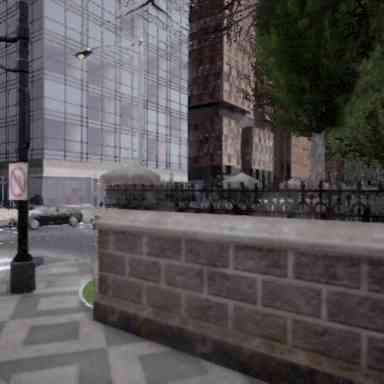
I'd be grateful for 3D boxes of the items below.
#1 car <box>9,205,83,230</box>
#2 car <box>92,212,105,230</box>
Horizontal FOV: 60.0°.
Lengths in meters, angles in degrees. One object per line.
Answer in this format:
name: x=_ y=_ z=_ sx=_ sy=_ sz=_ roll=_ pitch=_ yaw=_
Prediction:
car: x=-8.863 y=1.507 z=20.543 sx=2.008 sy=1.369 sz=4.403 roll=0 pitch=0 yaw=36
car: x=-3.314 y=1.537 z=18.377 sx=1.812 sy=1.442 sz=4.674 roll=0 pitch=0 yaw=36
